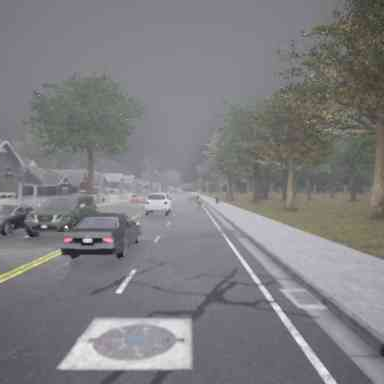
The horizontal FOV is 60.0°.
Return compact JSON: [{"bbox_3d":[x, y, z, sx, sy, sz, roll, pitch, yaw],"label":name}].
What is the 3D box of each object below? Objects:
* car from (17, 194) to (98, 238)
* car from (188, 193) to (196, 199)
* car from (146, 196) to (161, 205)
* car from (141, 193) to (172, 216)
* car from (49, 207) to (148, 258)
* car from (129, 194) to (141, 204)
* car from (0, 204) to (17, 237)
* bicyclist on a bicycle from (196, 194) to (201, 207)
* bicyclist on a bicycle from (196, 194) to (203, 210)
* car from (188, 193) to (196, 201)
[{"bbox_3d":[-6.600,1.159,17.599,2.150,2.045,5.566,0,0,0],"label":"car"},{"bbox_3d":[0.005,1.038,83.994,1.882,1.535,5.008,0,0,0],"label":"car"},{"bbox_3d":[-6.544,1.350,57.058,2.033,1.411,5.357,0,0,1],"label":"car"},{"bbox_3d":[-3.147,1.110,31.830,2.150,2.045,5.566,0,0,0],"label":"car"},{"bbox_3d":[-3.150,1.504,12.545,2.033,1.411,5.357,0,0,0],"label":"car"},{"bbox_3d":[-9.790,1.149,58.947,2.097,1.767,4.553,0,0,1],"label":"car"},{"bbox_3d":[-9.849,1.430,17.802,2.128,1.511,4.902,0,0,0],"label":"car"},{"bbox_3d":[0.896,1.207,46.556,0.659,1.776,1.843,0,1,0],"label":"bicyclist on a bicycle"},{"bbox_3d":[0.876,1.302,38.366,0.866,1.612,1.509,0,0,0],"label":"bicyclist on a bicycle"},{"bbox_3d":[0.004,1.294,72.953,2.033,1.411,5.357,0,0,0],"label":"car"}]
